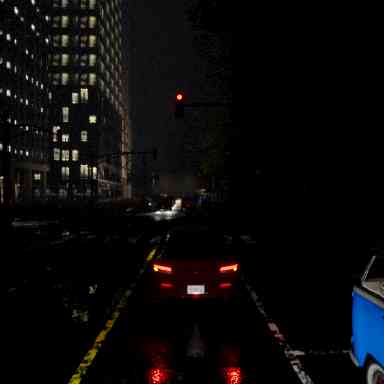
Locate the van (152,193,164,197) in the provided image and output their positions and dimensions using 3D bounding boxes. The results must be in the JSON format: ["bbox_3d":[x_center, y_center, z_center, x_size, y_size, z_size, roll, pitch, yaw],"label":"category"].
[{"bbox_3d":[-6.645,1.314,61.915,1.690,1.788,3.998,0,0,-2],"label":"van"}]

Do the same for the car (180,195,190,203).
[{"bbox_3d":[-1.483,1.467,71.519,2.128,1.511,4.902,0,0,-2],"label":"car"}]

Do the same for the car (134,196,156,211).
[{"bbox_3d":[-5.845,1.539,39.744,2.008,1.369,4.403,0,0,-1],"label":"car"}]

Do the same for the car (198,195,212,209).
[{"bbox_3d":[1.884,1.510,45.837,1.752,1.417,4.829,0,0,-2],"label":"car"}]

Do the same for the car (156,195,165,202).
[{"bbox_3d":[-7.302,1.501,78.544,1.887,1.381,4.507,0,0,-2],"label":"car"}]

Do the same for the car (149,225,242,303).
[{"bbox_3d":[0.051,1.525,8.056,1.812,1.442,4.674,0,0,0],"label":"car"}]

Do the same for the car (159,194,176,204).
[{"bbox_3d":[-3.665,1.486,50.442,1.837,1.490,4.892,0,0,-1],"label":"car"}]

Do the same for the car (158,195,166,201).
[{"bbox_3d":[-7.555,1.532,84.089,1.802,1.307,4.206,0,0,-3],"label":"car"}]

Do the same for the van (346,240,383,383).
[{"bbox_3d":[2.558,1.341,2.122,1.690,1.788,3.998,0,0,0],"label":"van"}]

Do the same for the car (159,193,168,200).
[{"bbox_3d":[-8.106,1.252,95.169,2.192,1.841,5.009,0,0,-3],"label":"car"}]

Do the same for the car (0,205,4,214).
[{"bbox_3d":[-18.229,1.377,28.480,4.206,1.307,1.802,1,0,3],"label":"car"}]

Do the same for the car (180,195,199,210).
[{"bbox_3d":[-0.510,1.463,42.933,1.882,1.535,5.008,0,0,-1],"label":"car"}]

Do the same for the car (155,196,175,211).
[{"bbox_3d":[-3.420,1.551,40.407,1.994,1.385,4.181,0,0,-3],"label":"car"}]

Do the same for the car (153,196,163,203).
[{"bbox_3d":[-6.848,1.513,67.458,1.887,1.381,4.507,0,0,-2],"label":"car"}]

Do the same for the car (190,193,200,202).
[{"bbox_3d":[0.714,1.271,78.921,2.192,1.841,5.009,0,0,-3],"label":"car"}]
